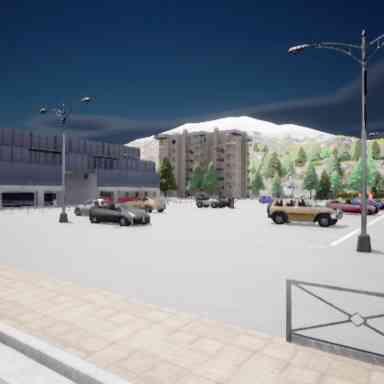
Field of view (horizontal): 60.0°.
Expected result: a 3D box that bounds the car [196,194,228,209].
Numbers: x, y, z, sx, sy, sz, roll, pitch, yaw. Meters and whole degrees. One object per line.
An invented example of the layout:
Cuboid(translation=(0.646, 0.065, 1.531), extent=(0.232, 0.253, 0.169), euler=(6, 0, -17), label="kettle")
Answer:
Cuboid(translation=(2.375, 1.239, 44.893), extent=(3.866, 1.878, 1.905), euler=(0, 0, 35), label="car")

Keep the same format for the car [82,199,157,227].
Cuboid(translation=(-4.844, 1.457, 21.969), extent=(4.514, 1.523, 2.007), euler=(0, 0, 35), label="car")

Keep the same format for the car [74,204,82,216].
Cuboid(translation=(-8.475, 1.393, 29.035), extent=(3.806, 1.475, 1.970), euler=(0, 0, 35), label="car")

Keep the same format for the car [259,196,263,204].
Cuboid(translation=(14.582, 1.538, 62.581), extent=(3.633, 1.501, 1.845), euler=(0, 0, 35), label="car")

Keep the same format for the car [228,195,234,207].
Cuboid(translation=(3.719, 1.260, 47.501), extent=(4.605, 1.855, 1.932), euler=(0, 0, 35), label="car")

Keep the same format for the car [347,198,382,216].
Cuboid(translation=(15.124, 1.458, 31.589), extent=(4.514, 1.523, 2.007), euler=(0, 0, 35), label="car")

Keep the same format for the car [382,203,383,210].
Cuboid(translation=(20.939, 1.480, 39.716), extent=(3.633, 1.501, 1.845), euler=(0, 0, 35), label="car")

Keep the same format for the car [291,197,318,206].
Cuboid(translation=(18.911, 1.547, 55.857), extent=(3.806, 1.475, 1.970), euler=(0, 0, 35), label="car")

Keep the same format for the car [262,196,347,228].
Cuboid(translation=(7.337, 1.256, 21.840), extent=(4.605, 1.855, 1.932), euler=(0, 0, 35), label="car")

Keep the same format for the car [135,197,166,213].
Cuboid(translation=(-5.026, 1.315, 34.456), extent=(5.027, 1.636, 2.152), euler=(0, 0, 35), label="car")
